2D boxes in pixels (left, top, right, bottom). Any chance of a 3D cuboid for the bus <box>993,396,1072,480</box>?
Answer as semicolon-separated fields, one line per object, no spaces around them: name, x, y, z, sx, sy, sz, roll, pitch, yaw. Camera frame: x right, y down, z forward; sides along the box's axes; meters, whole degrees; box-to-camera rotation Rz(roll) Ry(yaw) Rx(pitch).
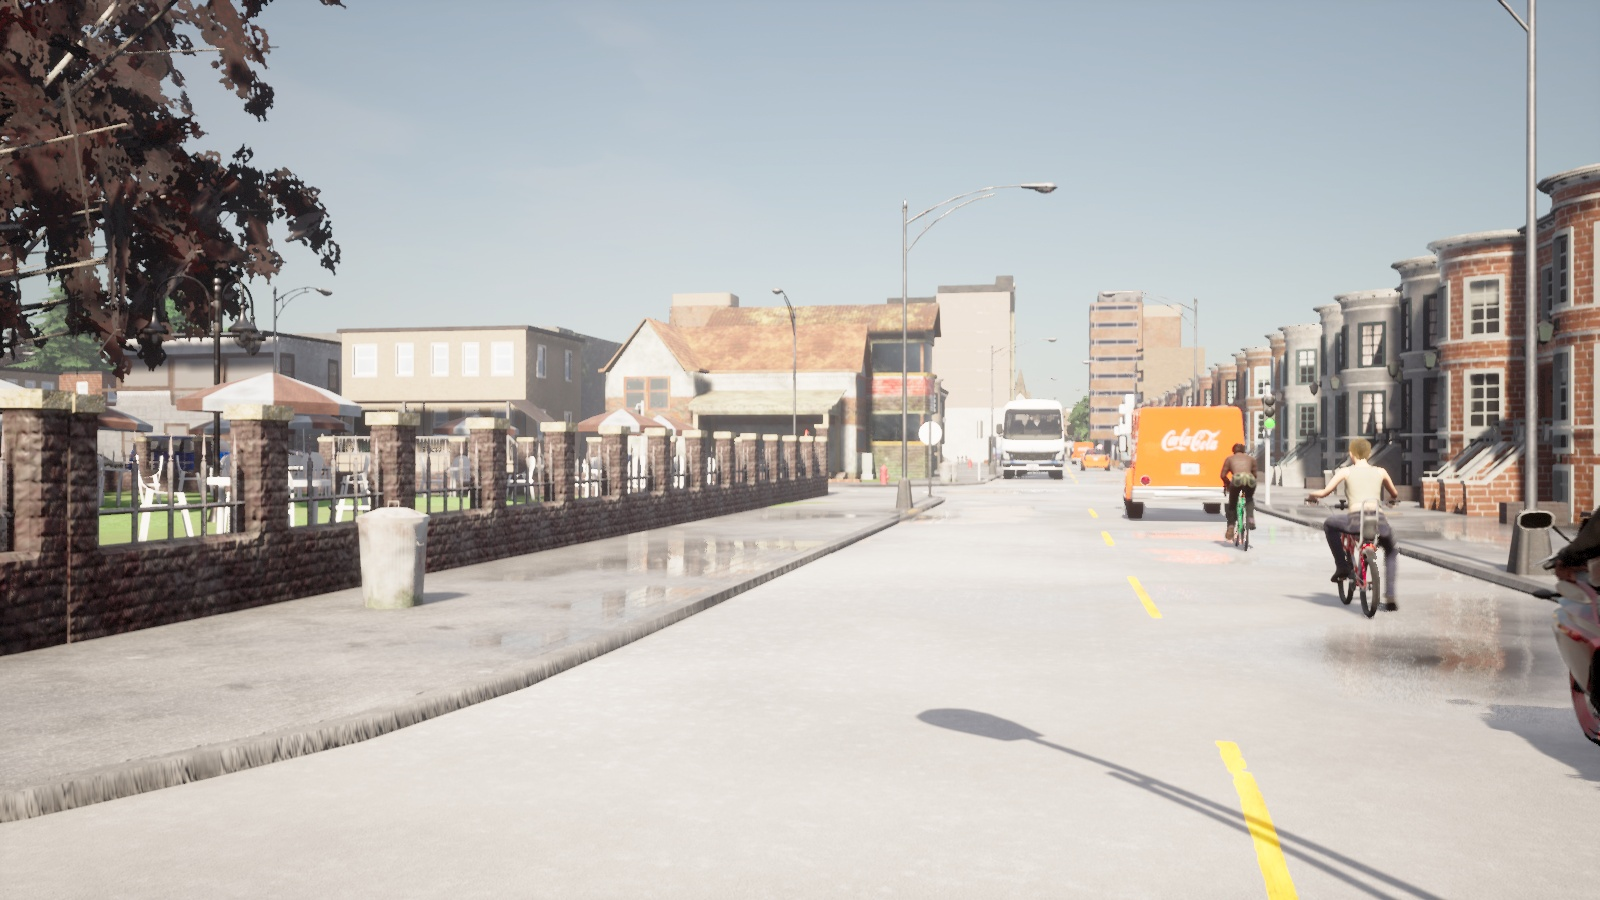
bus;12.894;-0.615;69.051;3.944;4.253;10.273;0;0;12

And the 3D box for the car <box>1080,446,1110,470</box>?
car;22.335;0.617;95.111;2.097;1.767;4.553;0;0;12

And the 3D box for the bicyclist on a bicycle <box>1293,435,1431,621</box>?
bicyclist on a bicycle;5.188;0.676;11.688;0.866;1.612;1.509;0;0;12

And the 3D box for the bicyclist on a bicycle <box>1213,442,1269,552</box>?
bicyclist on a bicycle;6.752;0.694;19.275;0.582;1.620;1.656;0;-1;12

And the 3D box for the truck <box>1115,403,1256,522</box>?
truck;8.741;0.257;28.980;2.627;2.467;5.204;0;0;12

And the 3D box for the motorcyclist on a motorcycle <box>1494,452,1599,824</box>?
motorcyclist on a motorcycle;3.901;0.773;5.699;0.866;1.530;2.191;0;0;17

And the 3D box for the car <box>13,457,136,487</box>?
car;-32.518;0.957;56.292;4.718;1.301;1.895;0;0;12

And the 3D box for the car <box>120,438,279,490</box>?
car;-24.106;0.552;50.482;5.566;2.045;2.150;0;0;12
